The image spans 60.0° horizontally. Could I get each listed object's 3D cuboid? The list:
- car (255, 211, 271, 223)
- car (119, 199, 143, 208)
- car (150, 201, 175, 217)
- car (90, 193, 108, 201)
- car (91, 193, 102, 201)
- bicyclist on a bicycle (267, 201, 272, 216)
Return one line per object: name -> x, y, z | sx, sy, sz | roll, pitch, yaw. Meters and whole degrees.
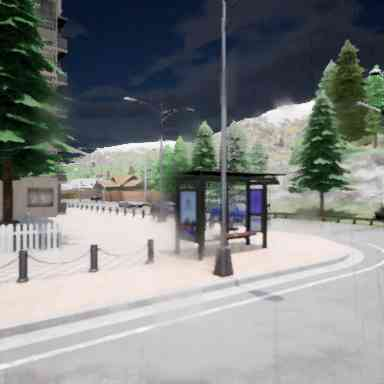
car -> 3.386, 1.493, 23.832 | 1.882, 1.535, 5.008 | 0, 0, -35
car -> -8.778, 1.616, 47.461 | 1.895, 1.301, 4.718 | 0, 0, -35
car -> -2.335, 1.579, 32.004 | 1.994, 1.385, 4.181 | 0, 0, -35
car -> -23.093, 1.161, 82.446 | 3.866, 1.878, 1.905 | 0, 0, -36
car -> -21.310, 1.159, 80.631 | 4.605, 1.855, 1.932 | 0, 0, -36
bicyclist on a bicycle -> 6.940, 1.469, 31.118 | 1.656, 1.620, 0.582 | 0, 0, -35
